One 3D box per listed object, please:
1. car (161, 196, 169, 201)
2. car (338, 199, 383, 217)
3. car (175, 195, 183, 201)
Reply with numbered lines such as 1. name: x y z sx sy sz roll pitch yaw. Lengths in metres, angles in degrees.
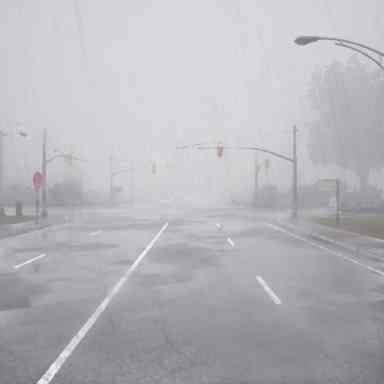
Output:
1. car: -6.994 1.586 87.498 1.895 1.301 4.718 0 0 0
2. car: 16.130 1.438 30.923 4.902 1.511 2.128 0 0 3
3. car: -3.494 1.469 87.518 1.882 1.535 5.008 0 0 0
